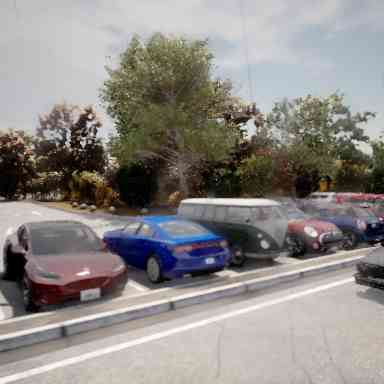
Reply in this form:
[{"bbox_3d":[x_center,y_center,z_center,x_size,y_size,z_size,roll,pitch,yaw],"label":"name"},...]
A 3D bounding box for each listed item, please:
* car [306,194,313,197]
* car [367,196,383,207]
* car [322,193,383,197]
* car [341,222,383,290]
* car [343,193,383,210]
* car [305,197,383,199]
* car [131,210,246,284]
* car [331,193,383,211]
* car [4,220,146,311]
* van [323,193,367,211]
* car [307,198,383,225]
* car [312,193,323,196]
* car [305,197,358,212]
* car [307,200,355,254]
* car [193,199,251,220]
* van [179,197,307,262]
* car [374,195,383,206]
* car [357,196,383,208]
[{"bbox_3d":[9.210,1.275,33.235,2.185,1.767,4.553,0,0,-36],"label":"car"},{"bbox_3d":[27.303,1.349,46.124,2.163,1.488,4.792,0,0,-36],"label":"car"},{"bbox_3d":[10.395,1.170,17.920,2.435,2.045,5.566,0,0,-36],"label":"car"},{"bbox_3d":[6.120,1.519,8.059,5.357,1.411,2.033,0,0,-36],"label":"car"},{"bbox_3d":[22.784,1.098,42.887,2.435,2.045,5.566,0,0,-36],"label":"car"},{"bbox_3d":[8.118,1.303,16.286,2.185,1.767,4.553,0,0,-36],"label":"car"},{"bbox_3d":[-1.012,1.459,9.776,2.097,1.535,5.008,0,0,-36],"label":"car"},{"bbox_3d":[20.493,1.111,41.316,2.435,2.045,5.566,0,0,-36],"label":"car"},{"bbox_3d":[-3.276,1.497,8.124,2.163,1.488,4.792,0,0,-36],"label":"car"},{"bbox_3d":[18.185,1.144,39.771,1.878,1.987,4.442,0,0,-36],"label":"van"},{"bbox_3d":[5.839,1.311,14.653,2.185,1.767,4.553,0,0,-36],"label":"car"},{"bbox_3d":[13.724,1.134,36.467,2.435,2.045,5.566,0,0,-36],"label":"car"},{"bbox_3d":[15.890,1.374,38.212,1.946,1.575,5.366,0,0,-36],"label":"car"},{"bbox_3d":[3.524,1.319,13.071,2.185,1.767,4.553,0,0,-36],"label":"car"},{"bbox_3d":[2.456,1.424,28.364,2.231,1.521,4.892,0,0,-36],"label":"car"},{"bbox_3d":[1.331,1.226,11.318,1.878,1.987,4.442,0,0,-36],"label":"van"},{"bbox_3d":[29.432,1.292,47.912,1.946,1.575,5.366,-1,0,-36],"label":"car"},{"bbox_3d":[25.007,1.364,44.550,2.163,1.488,4.792,0,0,-36],"label":"car"}]
